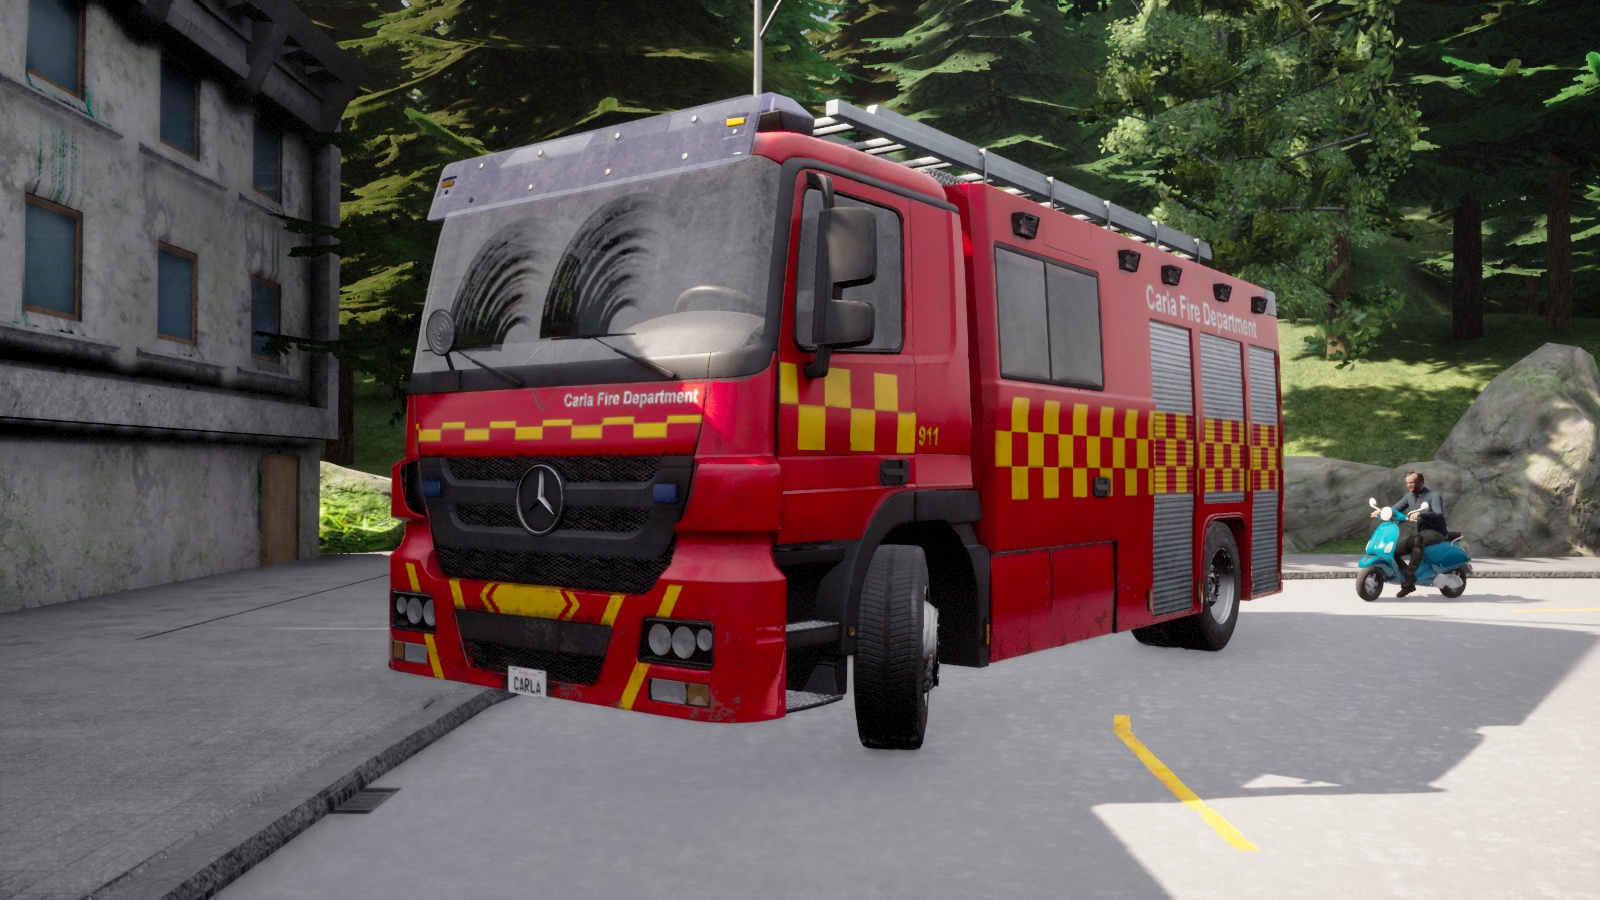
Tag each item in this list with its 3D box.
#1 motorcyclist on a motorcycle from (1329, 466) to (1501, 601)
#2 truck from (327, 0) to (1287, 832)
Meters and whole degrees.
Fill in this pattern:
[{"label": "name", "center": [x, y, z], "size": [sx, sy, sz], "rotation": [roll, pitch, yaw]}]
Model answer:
[{"label": "motorcyclist on a motorcycle", "center": [7.609, 1.000, 15.546], "size": [1.817, 1.590, 0.866], "rotation": [0, -1, -19]}, {"label": "truck", "center": [0.999, -0.189, 9.723], "size": [2.891, 3.827, 8.468], "rotation": [-1, -1, 37]}]
